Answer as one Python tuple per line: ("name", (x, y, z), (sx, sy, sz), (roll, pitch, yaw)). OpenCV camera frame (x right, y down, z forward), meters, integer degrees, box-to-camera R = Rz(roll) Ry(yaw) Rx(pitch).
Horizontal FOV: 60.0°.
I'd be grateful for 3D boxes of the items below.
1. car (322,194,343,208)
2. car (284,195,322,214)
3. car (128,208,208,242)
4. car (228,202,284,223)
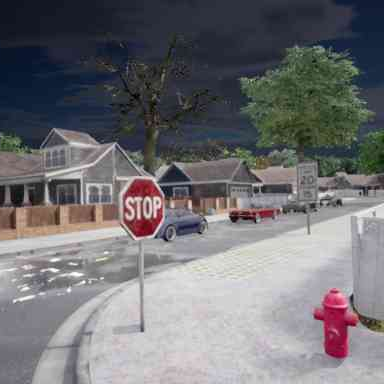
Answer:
("car", (16.282, 1.016, 38.995), (2.128, 1.511, 4.902), (-2, -1, 37))
("car", (9.908, 1.002, 30.412), (2.097, 1.767, 4.553), (-2, -1, 37))
("car", (-1.002, 1.438, 15.611), (1.994, 1.385, 4.181), (-2, -1, 34))
("car", (4.362, 1.363, 22.871), (1.895, 1.301, 4.718), (-2, -1, 36))
